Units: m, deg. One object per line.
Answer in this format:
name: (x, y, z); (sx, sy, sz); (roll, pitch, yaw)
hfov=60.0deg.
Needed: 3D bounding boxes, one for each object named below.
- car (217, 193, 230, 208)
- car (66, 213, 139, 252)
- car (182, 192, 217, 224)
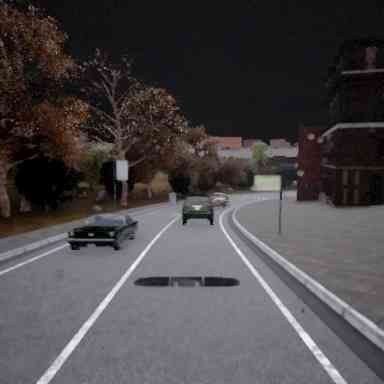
car: (3.655, 1.239, 42.412); (1.812, 1.442, 4.674); (1, 1, 15)
car: (-3.534, 1.574, 13.973); (1.895, 1.301, 4.718); (0, 0, 1)
car: (0.553, 1.174, 24.352); (2.150, 2.045, 5.566); (0, 0, 4)
